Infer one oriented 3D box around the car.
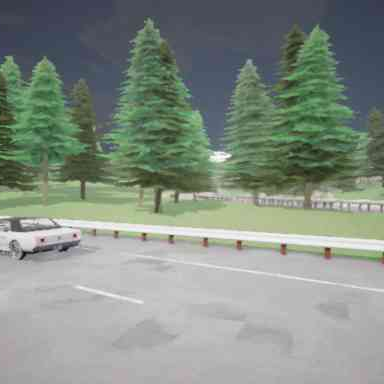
[{"bbox_3d":[-6.277,1.537,12.060,4.718,1.301,1.895,0,0,32],"label":"car"}]
